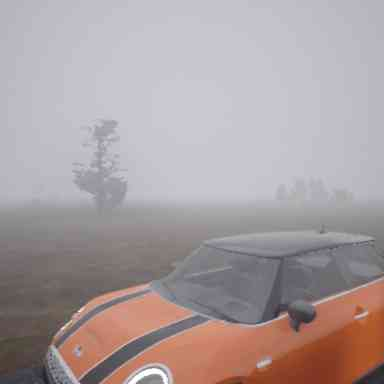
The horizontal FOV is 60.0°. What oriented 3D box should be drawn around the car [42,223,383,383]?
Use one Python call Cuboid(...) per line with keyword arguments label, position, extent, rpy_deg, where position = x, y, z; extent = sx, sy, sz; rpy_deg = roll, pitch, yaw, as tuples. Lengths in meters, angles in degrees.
Cuboid(label="car", position=(0.730, 1.338, 3.920), extent=(4.553, 1.767, 2.097), rpy_deg=(0, 0, -36))
